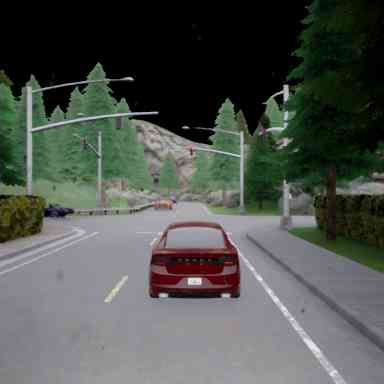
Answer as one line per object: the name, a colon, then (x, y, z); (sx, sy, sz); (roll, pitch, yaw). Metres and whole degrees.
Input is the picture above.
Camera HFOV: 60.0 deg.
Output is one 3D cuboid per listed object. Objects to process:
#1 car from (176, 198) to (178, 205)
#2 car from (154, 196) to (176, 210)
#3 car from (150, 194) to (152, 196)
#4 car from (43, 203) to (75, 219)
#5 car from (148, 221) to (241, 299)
car: (-3.593, 1.477, 59.253); (1.882, 1.535, 5.008); (0, 0, -2)
car: (-3.589, 1.352, 42.640); (2.097, 1.767, 4.553); (0, 0, 0)
car: (-11.003, 1.355, 79.677); (4.553, 1.767, 2.097); (0, 0, 24)
car: (-12.456, 1.585, 27.881); (4.718, 1.301, 1.895); (0, 0, 3)
car: (0.068, 1.478, 8.538); (1.882, 1.535, 5.008); (0, 0, 0)
